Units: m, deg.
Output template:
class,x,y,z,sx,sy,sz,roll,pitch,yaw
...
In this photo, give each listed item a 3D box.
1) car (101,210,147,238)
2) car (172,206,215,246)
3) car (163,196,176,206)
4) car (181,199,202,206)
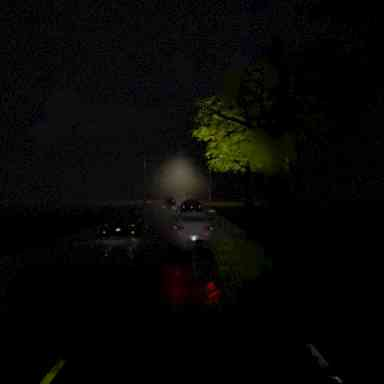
class,x,y,z,sx,sy,sz,roll,pitch,yaw
car,-3.644,1.680,18.412,1.994,1.385,4.181,0,0,0
car,0.066,1.627,15.665,1.812,1.442,4.674,0,0,0
car,-4.019,1.600,60.413,2.097,1.767,4.553,0,0,0
car,-0.056,1.532,34.522,2.097,1.767,4.553,0,0,0
